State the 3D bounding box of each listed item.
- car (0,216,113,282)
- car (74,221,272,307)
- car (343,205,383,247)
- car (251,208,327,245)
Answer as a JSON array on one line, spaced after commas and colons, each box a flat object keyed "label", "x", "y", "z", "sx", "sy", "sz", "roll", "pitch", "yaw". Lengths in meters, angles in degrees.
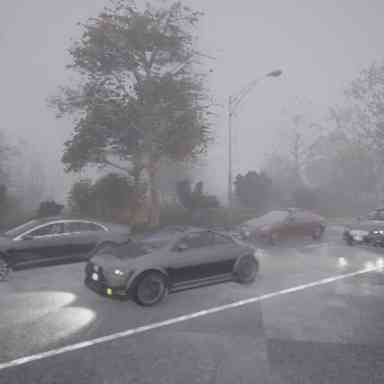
[{"label": "car", "x": -4.097, "y": 1.478, "z": 9.606, "sx": 4.902, "sy": 1.511, "sz": 2.128, "roll": 0, "pitch": 0, "yaw": -35}, {"label": "car", "x": -0.348, "y": 1.549, "z": 7.965, "sx": 4.181, "sy": 1.385, "sz": 1.994, "roll": 0, "pitch": 0, "yaw": -35}, {"label": "car", "x": 8.265, "y": 1.456, "z": 13.793, "sx": 4.902, "sy": 1.511, "sz": 2.128, "roll": 0, "pitch": 0, "yaw": -33}, {"label": "car", "x": 4.297, "y": 1.491, "z": 15.354, "sx": 4.674, "sy": 1.442, "sz": 1.812, "roll": 0, "pitch": 0, "yaw": -34}]
